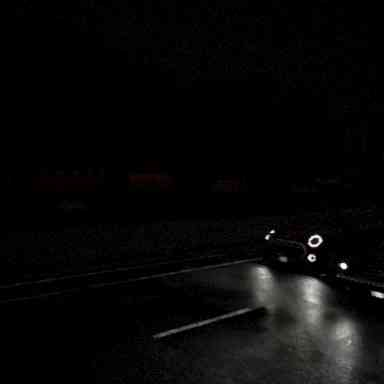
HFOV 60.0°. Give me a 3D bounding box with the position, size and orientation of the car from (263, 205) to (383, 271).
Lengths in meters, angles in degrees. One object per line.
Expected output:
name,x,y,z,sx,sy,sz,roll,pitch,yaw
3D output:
car,4.440,1.343,10.842,4.553,1.767,2.097,0,0,-35

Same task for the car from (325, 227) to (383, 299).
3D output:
car,5.245,1.590,7.424,4.718,1.301,1.895,0,0,-35
